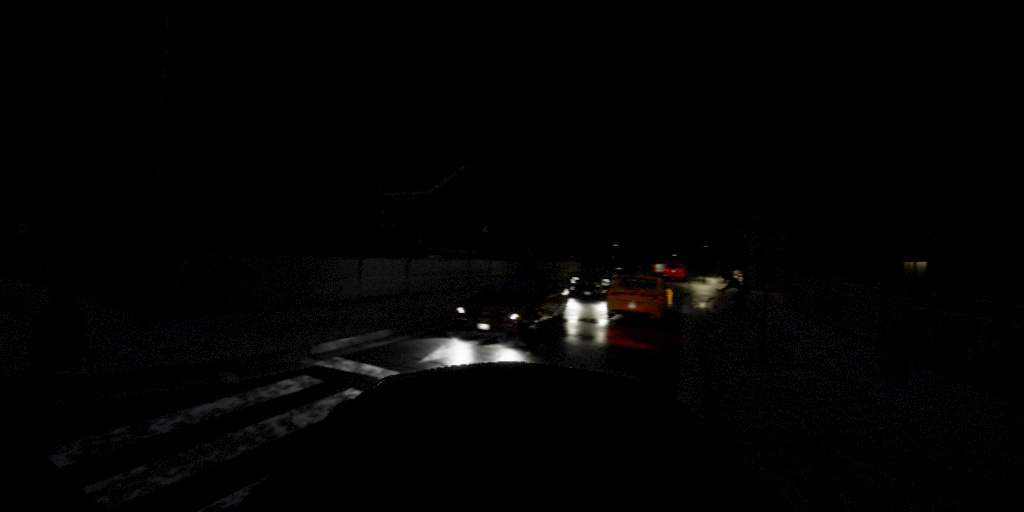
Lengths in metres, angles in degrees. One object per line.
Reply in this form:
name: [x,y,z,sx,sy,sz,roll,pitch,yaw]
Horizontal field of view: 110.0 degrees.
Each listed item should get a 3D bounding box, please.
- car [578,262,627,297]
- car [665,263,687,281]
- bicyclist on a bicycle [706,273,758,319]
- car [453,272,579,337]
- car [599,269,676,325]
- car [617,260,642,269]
car: [4.727,1.298,19.724,2.097,1.767,4.553,3,0,26]
car: [19.379,1.867,42.553,2.150,2.045,5.566,3,0,28]
bicyclist on a bicycle: [8.023,1.441,13.092,1.656,1.620,0.582,3,0,26]
car: [0.352,1.288,10.751,2.033,1.411,5.357,3,0,22]
car: [4.844,1.449,13.363,1.882,1.535,5.008,3,0,26]
car: [9.389,1.384,29.342,2.150,2.045,5.566,3,0,26]
